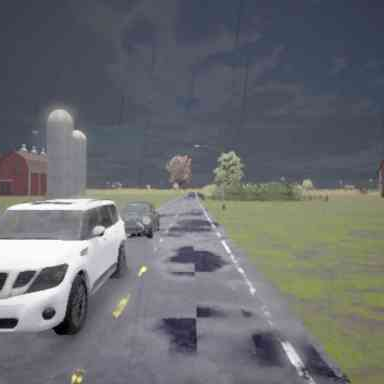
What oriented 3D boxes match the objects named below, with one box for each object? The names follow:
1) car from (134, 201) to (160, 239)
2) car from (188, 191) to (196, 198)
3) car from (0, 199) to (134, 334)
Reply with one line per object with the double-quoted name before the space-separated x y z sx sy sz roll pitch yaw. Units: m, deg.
"car" -2.834 1.288 16.922 2.097 1.767 4.553 0 0 0
"car" -0.073 0.772 95.359 2.150 2.045 5.566 0 0 0
"car" -2.845 1.196 7.038 2.150 2.045 5.566 0 0 0
